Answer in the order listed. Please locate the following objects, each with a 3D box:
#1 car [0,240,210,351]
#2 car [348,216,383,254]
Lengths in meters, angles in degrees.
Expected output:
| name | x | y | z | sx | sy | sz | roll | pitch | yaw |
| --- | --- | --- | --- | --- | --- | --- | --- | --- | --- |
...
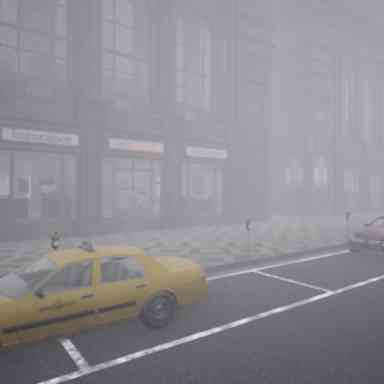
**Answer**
| name | x | y | z | sx | sy | sz | roll | pitch | yaw |
| --- | --- | --- | --- | --- | --- | --- | --- | --- | --- |
| car | -1.951 | 1.518 | 5.362 | 4.829 | 1.417 | 1.752 | 0 | 1 | -35 |
| car | 7.351 | 1.513 | 11.986 | 4.206 | 1.307 | 1.802 | 0 | 1 | -35 |
